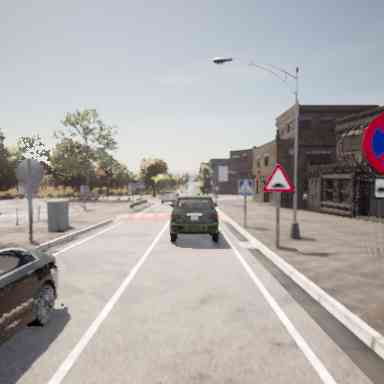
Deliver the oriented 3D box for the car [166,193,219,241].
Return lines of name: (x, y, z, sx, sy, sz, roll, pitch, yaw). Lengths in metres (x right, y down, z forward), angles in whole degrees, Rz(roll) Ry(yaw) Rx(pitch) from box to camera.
car: (0.102, 1.153, 16.362, 2.150, 2.045, 5.566, 0, 0, 0)

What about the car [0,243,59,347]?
car: (-3.349, 1.489, 4.187, 2.128, 1.511, 4.902, 0, 0, 0)

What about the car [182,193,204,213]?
car: (0.104, 1.083, 33.523, 2.097, 1.767, 4.553, 0, 1, 0)

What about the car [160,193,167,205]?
car: (-3.242, 0.893, 45.848, 2.033, 1.411, 5.357, 0, 1, 0)
